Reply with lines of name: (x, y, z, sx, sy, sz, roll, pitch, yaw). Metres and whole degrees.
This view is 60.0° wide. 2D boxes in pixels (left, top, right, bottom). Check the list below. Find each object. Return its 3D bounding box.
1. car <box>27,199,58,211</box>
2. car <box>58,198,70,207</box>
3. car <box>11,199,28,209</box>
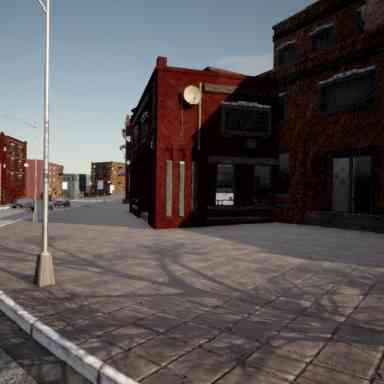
car: (-19.126, 1.683, 42.751, 1.994, 1.385, 4.181, 1, 0, -9)
car: (-20.975, 1.694, 53.692, 1.812, 1.442, 4.674, 1, 0, -9)
car: (-23.284, 1.634, 46.229, 2.033, 1.411, 5.357, 1, 0, -9)
